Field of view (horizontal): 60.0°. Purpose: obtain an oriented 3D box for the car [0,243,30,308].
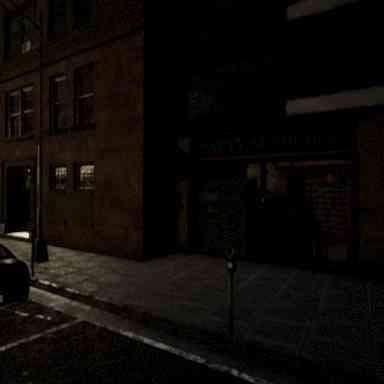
[{"bbox_3d":[-4.953,1.511,6.648,4.403,1.369,2.008,0,0,36],"label":"car"}]
